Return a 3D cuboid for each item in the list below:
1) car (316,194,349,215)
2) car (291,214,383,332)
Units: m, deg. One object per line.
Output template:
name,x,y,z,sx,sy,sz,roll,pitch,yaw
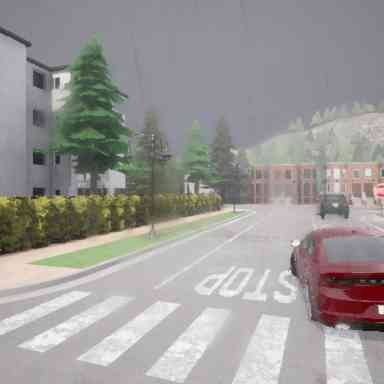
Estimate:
car,12.339,1.242,29.412,2.150,2.045,5.566,1,0,15
car,3.251,1.481,7.007,1.882,1.535,5.008,-3,-1,13
